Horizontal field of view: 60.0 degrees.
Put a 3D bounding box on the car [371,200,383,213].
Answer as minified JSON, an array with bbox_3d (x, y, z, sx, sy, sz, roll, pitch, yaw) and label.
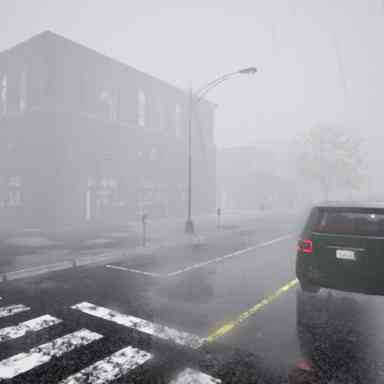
[{"bbox_3d":[22.132,1.613,38.631,1.895,1.301,4.718,0,0,35],"label":"car"}]

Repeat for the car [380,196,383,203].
[{"bbox_3d":[41.294,1.561,70.417,2.008,1.369,4.403,1,1,35],"label":"car"}]

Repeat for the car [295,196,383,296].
[{"bbox_3d":[4.312,1.224,8.193,2.150,2.045,5.566,0,0,35],"label":"car"}]

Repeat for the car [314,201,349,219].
[{"bbox_3d":[12.518,1.575,29.665,1.947,1.339,4.313,1,0,35],"label":"car"}]

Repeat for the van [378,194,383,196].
[{"bbox_3d":[28.507,1.354,52.303,1.690,1.788,3.998,1,1,35],"label":"van"}]

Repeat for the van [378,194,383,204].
[{"bbox_3d":[38.099,1.353,65.887,1.690,1.788,3.998,1,1,35],"label":"van"}]
